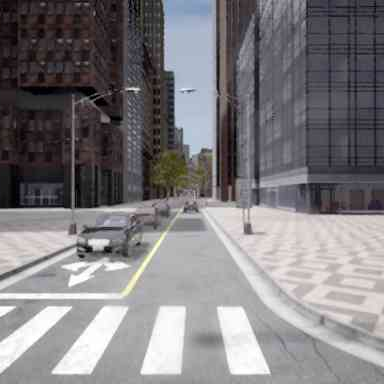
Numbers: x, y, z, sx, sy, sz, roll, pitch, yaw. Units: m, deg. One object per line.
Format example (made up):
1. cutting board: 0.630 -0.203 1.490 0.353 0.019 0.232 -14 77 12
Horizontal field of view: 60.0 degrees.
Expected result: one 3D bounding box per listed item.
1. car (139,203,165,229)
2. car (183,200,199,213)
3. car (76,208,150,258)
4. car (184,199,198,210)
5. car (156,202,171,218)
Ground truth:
1. car: -3.153 1.731 23.239 1.812 1.442 4.674 0 -1 0
2. car: -0.117 1.909 43.470 1.812 1.442 4.674 0 -1 0
3. car: -3.136 1.611 13.408 2.128 1.511 4.902 0 -1 -1
4. car: -0.145 1.964 53.474 2.128 1.511 4.902 0 -1 0
5. car: -3.177 1.774 33.594 1.882 1.535 5.008 0 -1 0
